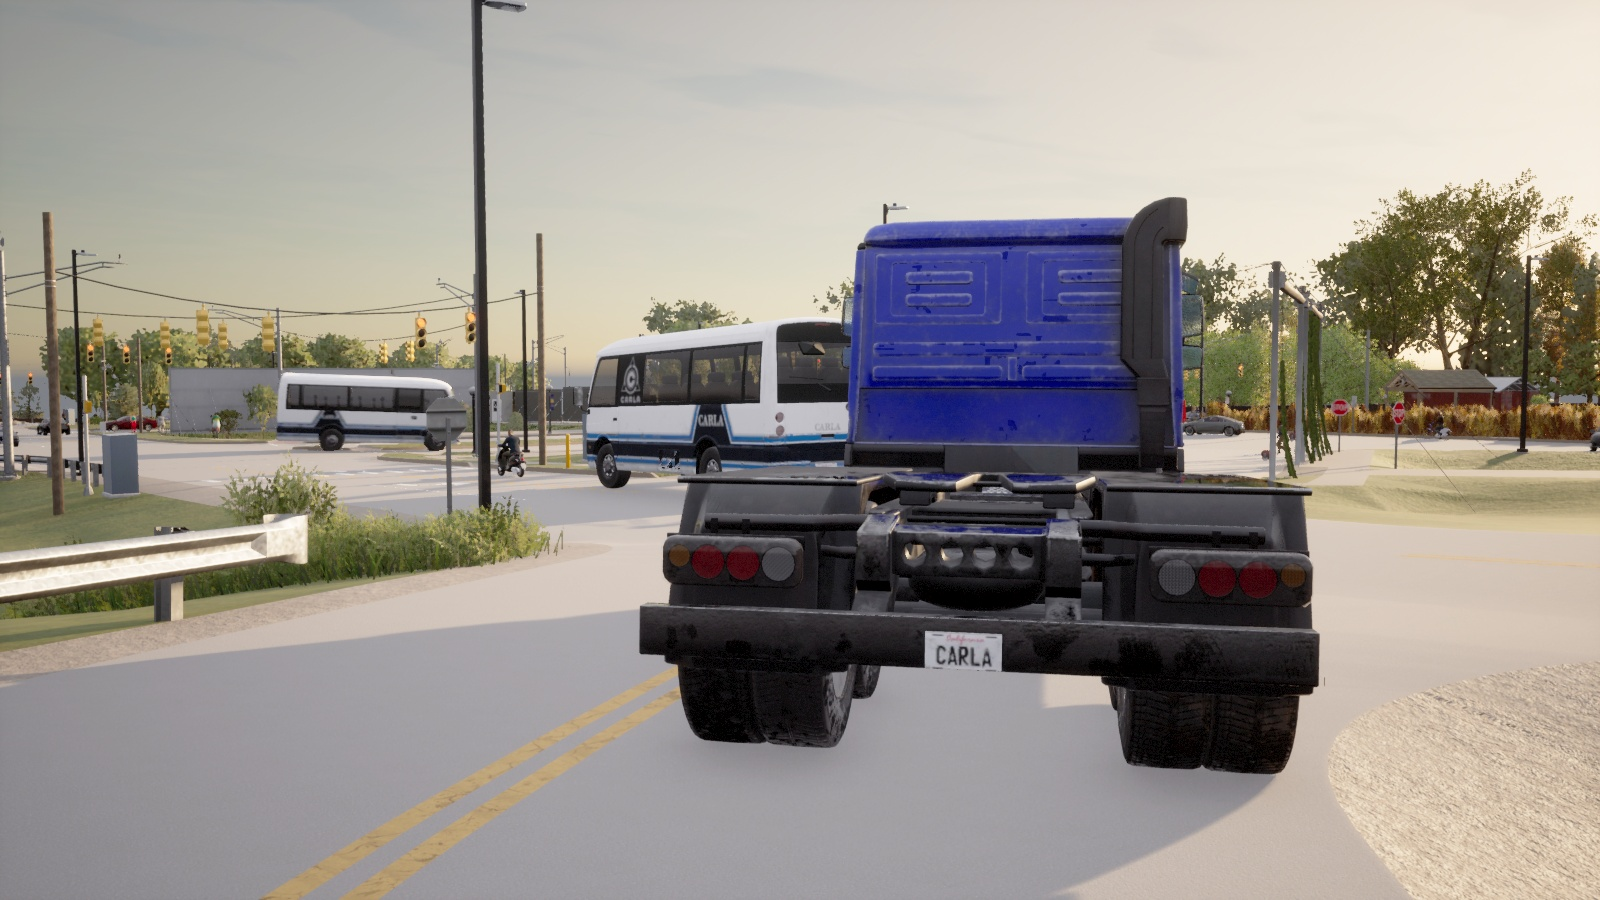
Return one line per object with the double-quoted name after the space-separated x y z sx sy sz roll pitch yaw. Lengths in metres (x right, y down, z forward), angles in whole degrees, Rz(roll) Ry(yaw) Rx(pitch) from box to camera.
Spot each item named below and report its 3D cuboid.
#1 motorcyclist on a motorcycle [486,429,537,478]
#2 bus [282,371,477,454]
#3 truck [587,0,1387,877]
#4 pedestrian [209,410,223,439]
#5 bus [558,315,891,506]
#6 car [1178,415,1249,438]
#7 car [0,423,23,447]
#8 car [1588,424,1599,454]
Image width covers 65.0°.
-9.695 0.094 42.163 0.866 1.590 1.817 -3 3 -41 "motorcyclist on a motorcycle"
-24.116 -2.154 72.239 10.273 4.253 3.944 1 5 -20 "bus"
1.377 -0.288 8.546 2.891 3.462 7.936 1 1 11 "truck"
-41.287 -1.811 88.729 0.659 1.952 0.873 -3 4 -39 "pedestrian"
-2.403 -1.042 33.243 3.944 4.253 10.273 -2 2 -35 "bus"
28.311 -1.623 86.094 4.181 1.385 1.994 2 4 37 "car"
-52.968 -1.007 82.948 2.033 1.411 5.357 -3 3 -39 "car"
41.169 -0.577 63.245 1.837 1.490 4.892 1 2 40 "car"
